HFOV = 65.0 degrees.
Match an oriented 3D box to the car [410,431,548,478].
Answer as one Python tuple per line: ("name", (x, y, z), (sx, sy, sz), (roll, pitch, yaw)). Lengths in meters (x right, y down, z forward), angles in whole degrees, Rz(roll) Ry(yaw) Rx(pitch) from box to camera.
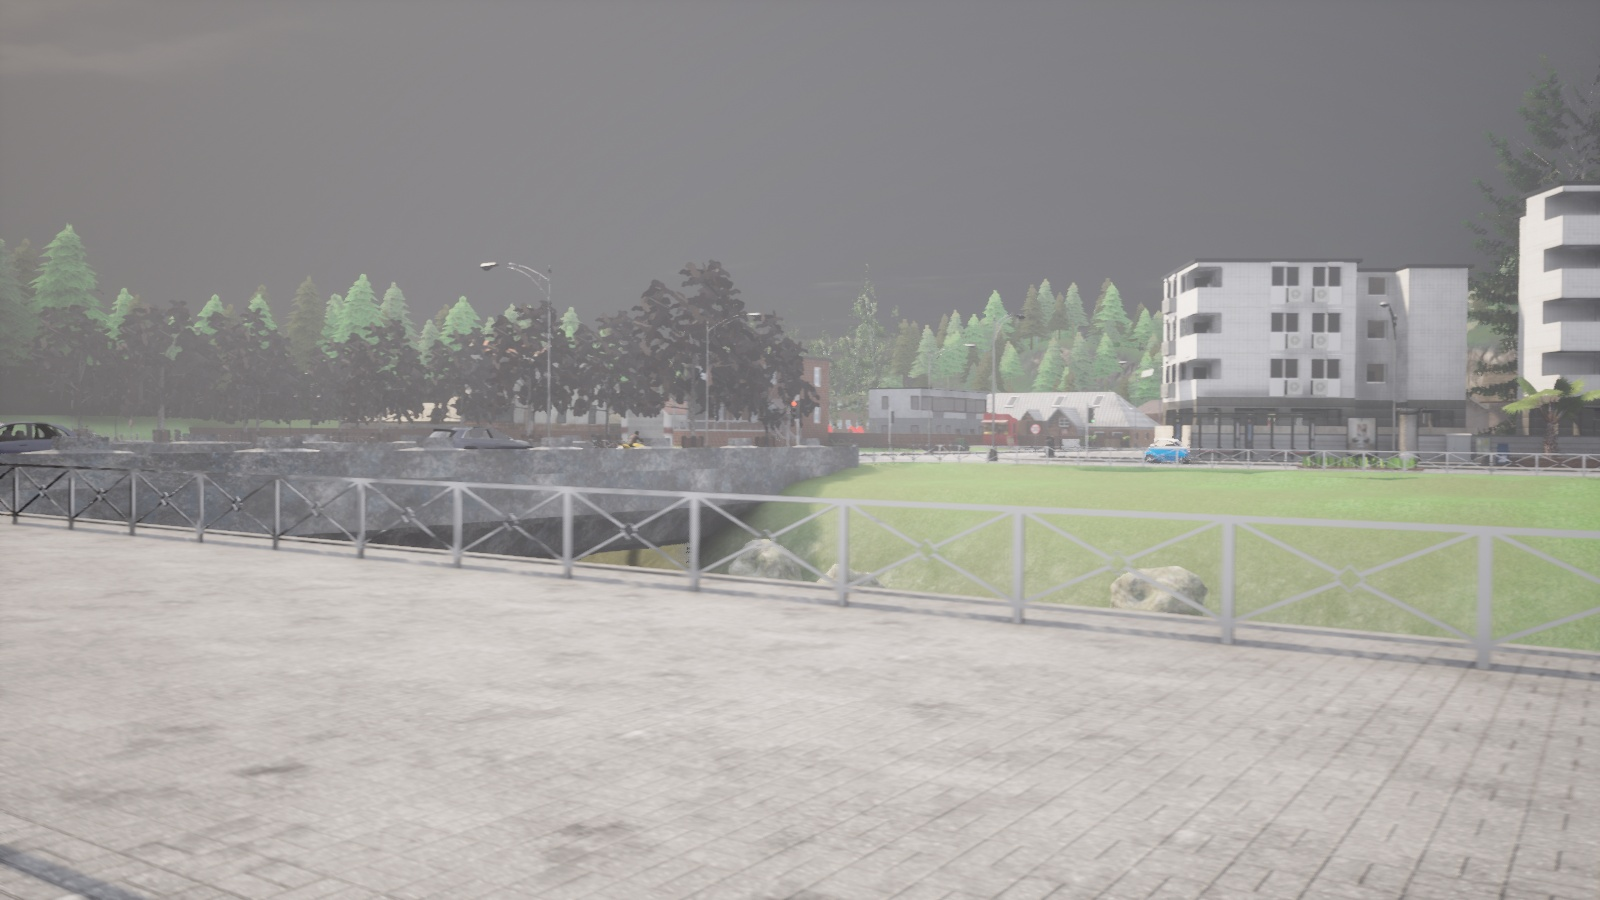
("car", (-11.909, 0.129, 46.929), (2.033, 1.649, 4.856), (0, 1, 34))

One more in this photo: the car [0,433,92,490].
("car", (-23.347, 0.337, 36.932), (1.851, 1.617, 3.988), (0, 1, 34))

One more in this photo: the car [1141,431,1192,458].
("car", (19.130, -0.282, 65.607), (2.207, 1.376, 1.481), (0, 1, 34))
